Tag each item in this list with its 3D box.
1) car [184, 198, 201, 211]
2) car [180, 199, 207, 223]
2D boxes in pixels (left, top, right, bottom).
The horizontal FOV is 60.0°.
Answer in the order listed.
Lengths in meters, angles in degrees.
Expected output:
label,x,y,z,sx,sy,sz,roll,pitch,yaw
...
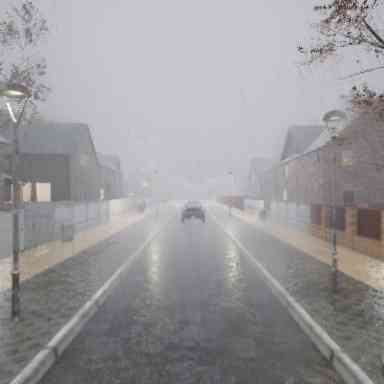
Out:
label,x,y,z,sx,sy,sz,roll,pitch,yaw
car,0.105,1.625,43.720,2.128,1.511,4.902,0,0,0
car,0.102,1.584,26.544,1.837,1.490,4.892,0,0,0
